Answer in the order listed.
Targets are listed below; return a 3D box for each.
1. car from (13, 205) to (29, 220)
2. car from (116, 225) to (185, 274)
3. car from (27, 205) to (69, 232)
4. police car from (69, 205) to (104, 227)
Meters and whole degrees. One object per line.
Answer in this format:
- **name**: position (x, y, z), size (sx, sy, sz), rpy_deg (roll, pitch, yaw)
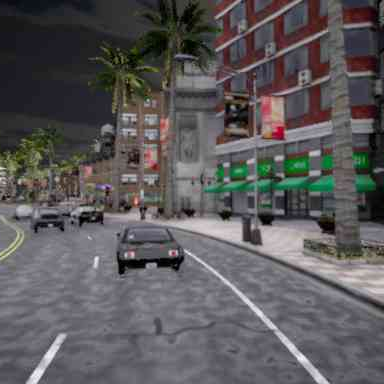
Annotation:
- **car**: position (-17.793, 2.139, 35.470), size (1.812, 1.442, 4.674), rpy_deg (0, -1, -32)
- **car**: position (-1.603, 1.768, 11.294), size (1.895, 1.301, 4.718), rpy_deg (0, -1, -13)
- **car**: position (-10.123, 1.893, 23.105), size (1.837, 1.490, 4.892), rpy_deg (0, -1, -29)
- **police car**: position (-8.723, 1.862, 27.350), size (1.930, 1.638, 5.238), rpy_deg (0, -2, -30)
